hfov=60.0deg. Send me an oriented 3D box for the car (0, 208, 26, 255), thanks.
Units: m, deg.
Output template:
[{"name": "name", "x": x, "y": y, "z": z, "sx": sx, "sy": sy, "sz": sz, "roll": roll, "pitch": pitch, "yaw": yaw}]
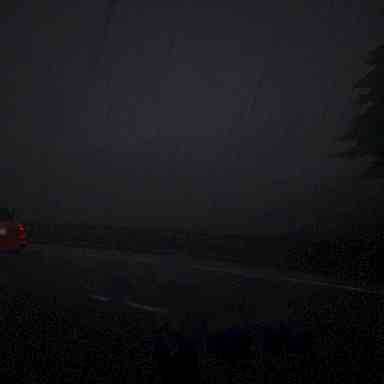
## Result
[{"name": "car", "x": -7.884, "y": 1.233, "z": 11.041, "sx": 4.553, "sy": 1.767, "sz": 2.097, "roll": 1, "pitch": 0, "yaw": 19}]
